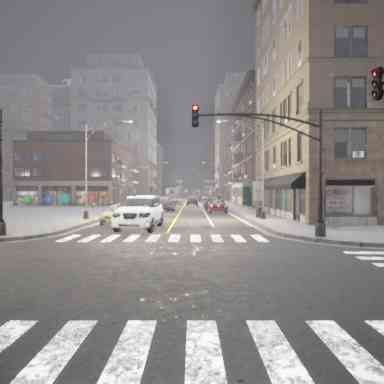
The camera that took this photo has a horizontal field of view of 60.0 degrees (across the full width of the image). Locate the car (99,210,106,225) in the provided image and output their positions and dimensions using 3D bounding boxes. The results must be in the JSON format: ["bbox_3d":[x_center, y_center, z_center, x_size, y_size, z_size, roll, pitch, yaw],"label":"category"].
[{"bbox_3d":[-5.368,1.524,23.902,1.752,1.417,4.829,0,0,0],"label":"car"}]

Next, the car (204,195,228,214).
[{"bbox_3d":[2.667,1.438,35.389,1.967,1.590,4.097,0,0,0],"label":"car"}]

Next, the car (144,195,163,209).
[{"bbox_3d":[-5.348,1.313,46.720,2.192,1.841,5.009,0,0,0],"label":"car"}]

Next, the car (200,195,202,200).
[{"bbox_3d":[2.682,1.524,52.545,1.752,1.417,4.829,0,0,0],"label":"car"}]

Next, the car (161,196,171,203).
[{"bbox_3d":[-5.328,1.524,69.198,1.752,1.417,4.829,0,0,0],"label":"car"}]

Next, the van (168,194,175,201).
[{"bbox_3d":[-5.313,1.341,86.353,1.690,1.788,3.998,0,0,0],"label":"van"}]

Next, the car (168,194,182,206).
[{"bbox_3d":[-2.730,1.349,55.443,2.097,1.767,4.553,0,0,1],"label":"car"}]

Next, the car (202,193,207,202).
[{"bbox_3d":[2.672,1.313,41.051,2.192,1.841,5.009,0,0,0],"label":"car"}]

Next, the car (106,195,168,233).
[{"bbox_3d":[-3.054,1.219,19.834,2.150,2.045,5.566,0,0,4],"label":"car"}]

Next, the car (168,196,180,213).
[{"bbox_3d":[-2.817,1.546,37.678,2.033,1.411,5.357,0,0,0],"label":"car"}]

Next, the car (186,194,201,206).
[{"bbox_3d":[0.047,1.503,54.009,1.837,1.490,4.892,0,0,0],"label":"car"}]

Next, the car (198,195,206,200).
[{"bbox_3d":[2.717,1.567,92.008,1.947,1.339,4.313,0,0,0],"label":"car"}]

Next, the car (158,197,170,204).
[{"bbox_3d":[-5.333,1.580,63.706,1.802,1.307,4.206,0,0,0],"label":"car"}]

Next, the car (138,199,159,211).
[{"bbox_3d":[-5.353,1.549,41.058,2.008,1.369,4.403,0,0,0],"label":"car"}]
